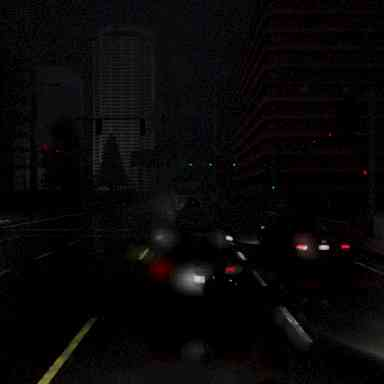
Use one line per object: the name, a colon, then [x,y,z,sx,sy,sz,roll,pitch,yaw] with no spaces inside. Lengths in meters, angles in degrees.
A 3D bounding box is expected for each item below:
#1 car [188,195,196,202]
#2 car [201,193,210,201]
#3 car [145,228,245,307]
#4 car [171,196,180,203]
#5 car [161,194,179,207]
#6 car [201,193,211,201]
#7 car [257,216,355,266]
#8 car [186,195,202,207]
car: [0.044,1.525,75.138,1.837,1.490,4.892,0,0,0]
car: [3.550,1.236,90.414,2.150,2.045,5.566,0,0,0]
car: [0.074,1.567,8.077,1.994,1.385,4.181,0,0,0]
car: [-3.461,1.547,70.599,1.812,1.442,4.674,0,0,0]
car: [-3.567,1.508,50.696,2.128,1.511,4.902,0,0,0]
car: [3.545,1.519,80.530,1.837,1.490,4.892,0,0,0]
car: [3.598,1.551,11.521,2.033,1.411,5.357,0,0,0]
car: [0.095,1.580,50.564,1.994,1.385,4.181,0,0,0]
